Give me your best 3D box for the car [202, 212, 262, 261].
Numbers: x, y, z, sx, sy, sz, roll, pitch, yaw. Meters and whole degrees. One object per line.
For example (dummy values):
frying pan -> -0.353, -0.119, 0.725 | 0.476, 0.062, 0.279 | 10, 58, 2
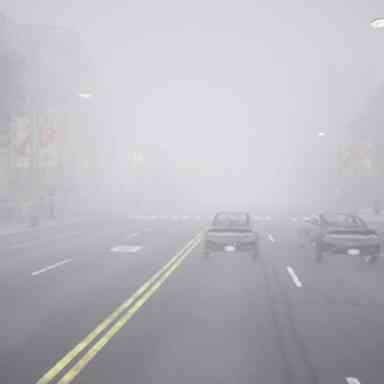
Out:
car -> 1.529, 1.487, 12.377 | 2.128, 1.511, 4.902 | 0, 0, 9

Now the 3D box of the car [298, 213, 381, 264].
car -> 4.985, 1.486, 11.825 | 2.128, 1.511, 4.902 | 0, 0, 9
